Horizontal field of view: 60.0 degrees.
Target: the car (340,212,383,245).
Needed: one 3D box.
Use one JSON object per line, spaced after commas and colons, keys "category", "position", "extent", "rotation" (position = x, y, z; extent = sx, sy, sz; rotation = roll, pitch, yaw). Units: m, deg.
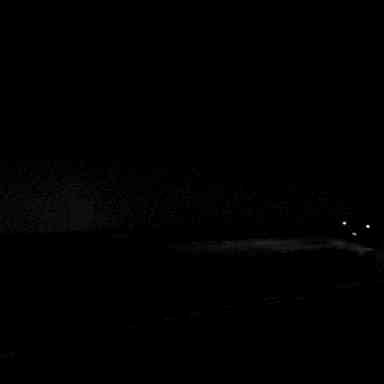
{"category": "car", "position": [9.089, 1.477, 14.661], "extent": [4.718, 1.301, 1.895], "rotation": [0, 0, -12]}
